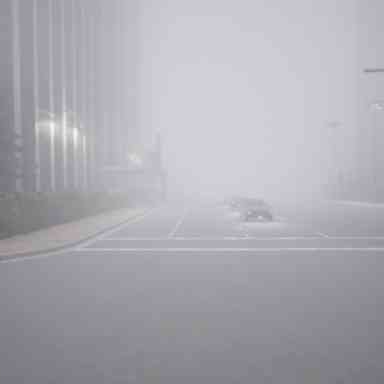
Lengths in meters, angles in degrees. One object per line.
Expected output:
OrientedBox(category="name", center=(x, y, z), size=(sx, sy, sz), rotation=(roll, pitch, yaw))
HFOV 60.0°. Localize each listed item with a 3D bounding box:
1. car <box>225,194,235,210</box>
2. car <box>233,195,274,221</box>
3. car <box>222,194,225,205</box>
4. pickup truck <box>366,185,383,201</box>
OrientedBox(category="car", center=(4.637, 1.070, 33.172), size=(1.895, 1.301, 4.718), rotation=(-1, 1, 2))
OrientedBox(category="car", center=(4.365, 1.159, 23.562), size=(2.033, 1.411, 5.357), rotation=(-1, 1, 2))
OrientedBox(category="car", center=(4.930, 0.918, 43.478), size=(1.895, 1.301, 4.718), rotation=(-1, 1, 2))
OrientedBox(category="pickup truck", center=(25.180, 0.165, 45.091), size=(2.390, 2.098, 6.274), rotation=(0, 1, 32))
